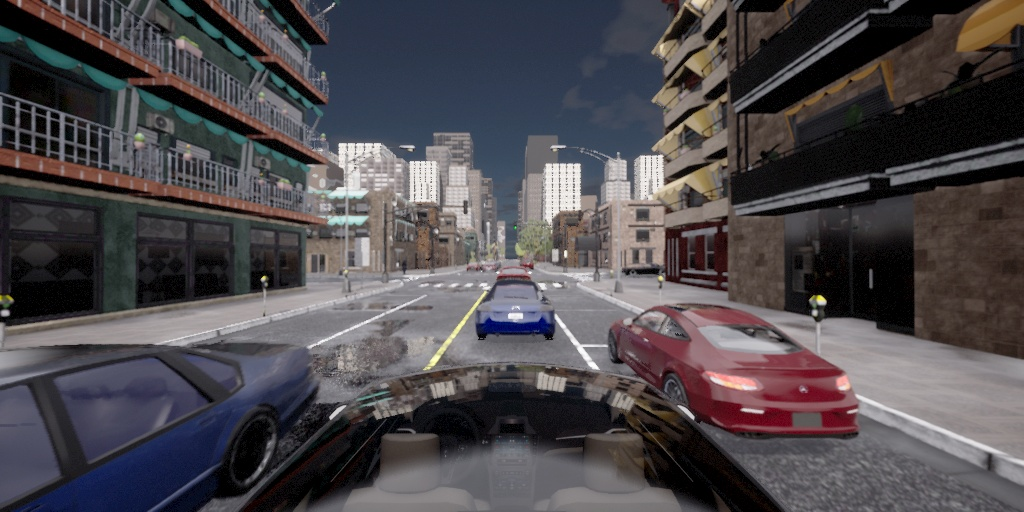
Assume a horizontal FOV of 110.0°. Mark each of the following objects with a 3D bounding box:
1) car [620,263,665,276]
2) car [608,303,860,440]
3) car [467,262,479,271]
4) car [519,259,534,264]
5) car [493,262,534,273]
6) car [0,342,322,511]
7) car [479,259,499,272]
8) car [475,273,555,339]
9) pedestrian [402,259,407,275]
[{"bbox_3d":[13.505,1.375,36.320,4.718,1.301,1.895,-1,0,0],"label":"car"},{"bbox_3d":[2.684,1.351,5.337,1.802,1.307,4.207,0,0,0],"label":"car"},{"bbox_3d":[-5.863,1.604,54.553,1.888,1.381,4.507,0,0,0],"label":"car"},{"bbox_3d":[2.596,1.409,60.088,2.192,1.841,5.009,0,0,0],"label":"car"},{"bbox_3d":[0.126,1.333,20.783,1.882,1.535,5.008,0,0,1],"label":"car"},{"bbox_3d":[-3.098,1.298,1.754,2.033,1.411,5.357,0,0,0],"label":"car"},{"bbox_3d":[-3.166,1.562,51.046,1.812,1.442,4.674,0,0,0],"label":"car"},{"bbox_3d":[0.083,1.361,10.282,1.994,1.385,4.181,0,0,0],"label":"car"},{"bbox_3d":[-12.576,1.264,41.806,0.375,1.860,0.375,0,0,0],"label":"pedestrian"}]
